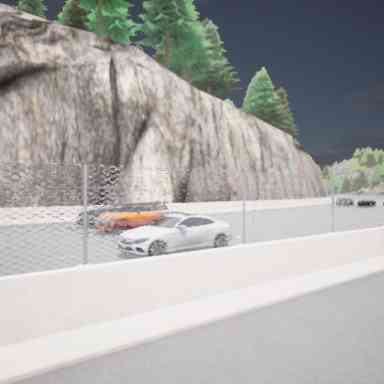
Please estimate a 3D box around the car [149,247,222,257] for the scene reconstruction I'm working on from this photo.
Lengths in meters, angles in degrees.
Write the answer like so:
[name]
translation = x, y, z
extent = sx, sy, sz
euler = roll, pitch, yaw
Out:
[car]
translation = -0.463, 1.546, 12.558
extent = 4.674, 1.442, 1.812
euler = 0, 0, -38
